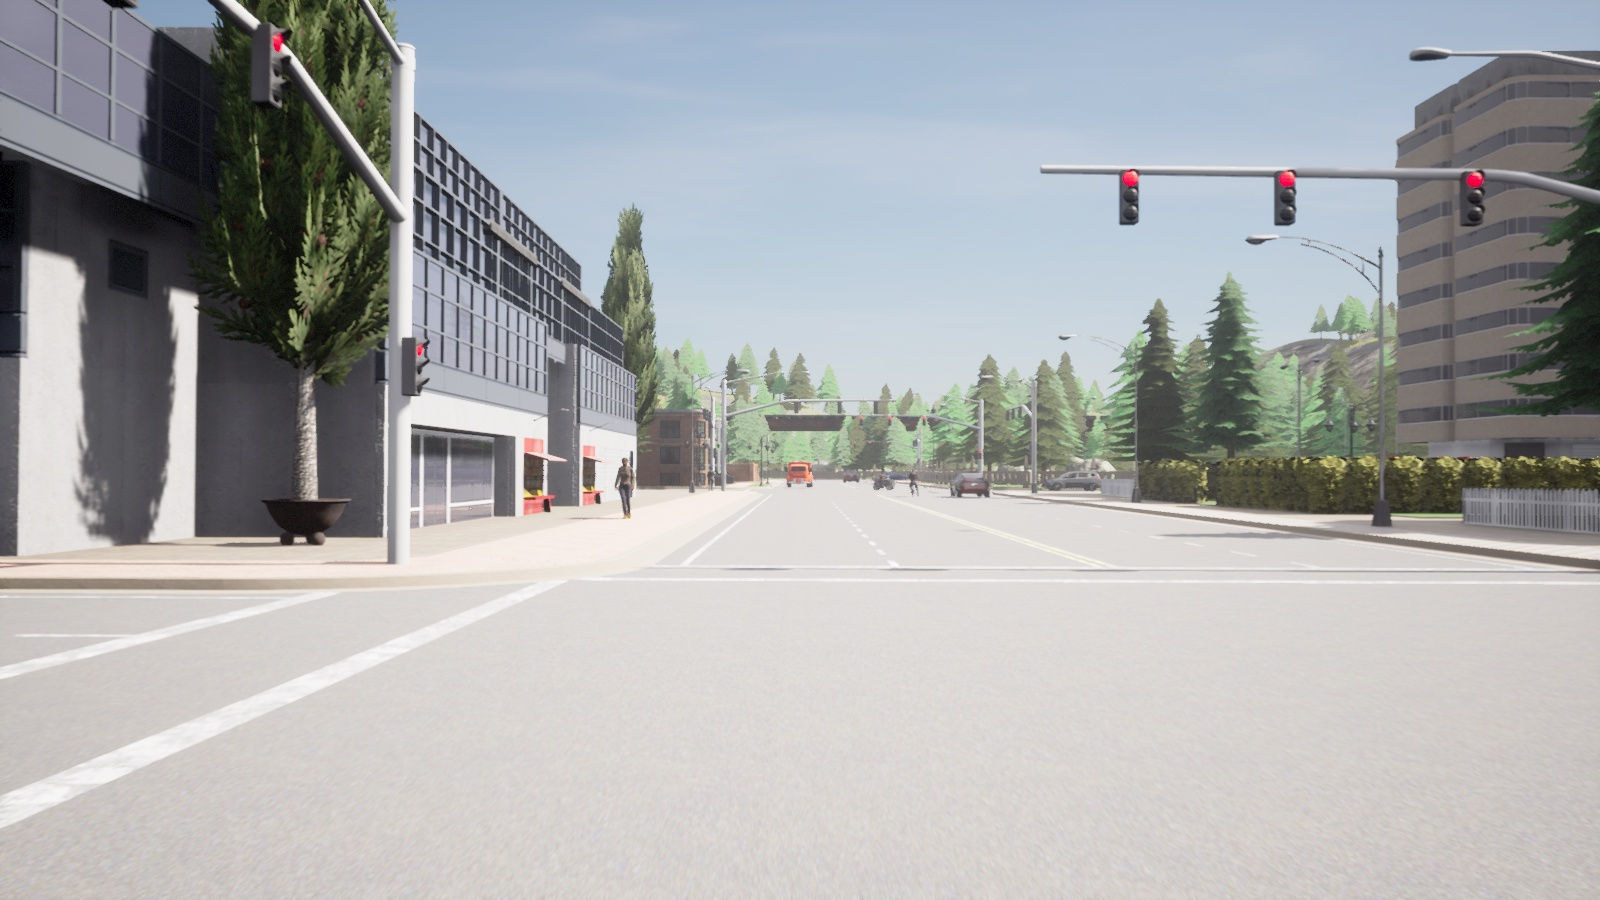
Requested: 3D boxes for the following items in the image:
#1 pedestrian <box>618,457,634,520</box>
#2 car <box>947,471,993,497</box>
[{"bbox_3d":[-4.999,1.098,36.152,0.328,1.805,0.869,0,-1,0],"label":"pedestrian"},{"bbox_3d":[10.387,2.062,77.005,2.163,1.488,4.792,0,-1,0],"label":"car"}]
